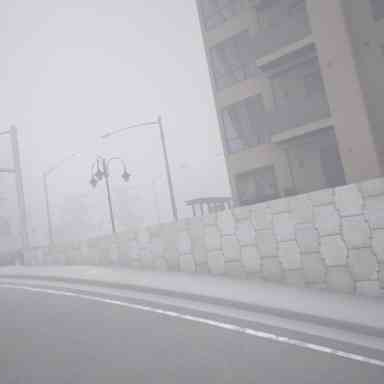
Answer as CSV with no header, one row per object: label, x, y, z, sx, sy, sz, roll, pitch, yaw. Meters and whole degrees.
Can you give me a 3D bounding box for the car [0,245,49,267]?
car,-14.650,5.691,29.932,1.837,1.490,4.892,-15,-8,35
